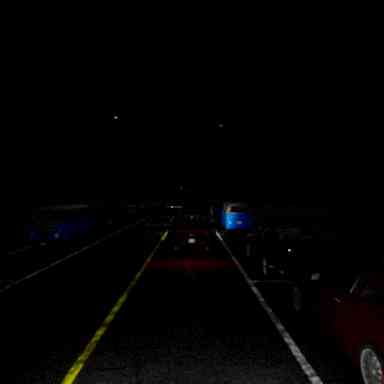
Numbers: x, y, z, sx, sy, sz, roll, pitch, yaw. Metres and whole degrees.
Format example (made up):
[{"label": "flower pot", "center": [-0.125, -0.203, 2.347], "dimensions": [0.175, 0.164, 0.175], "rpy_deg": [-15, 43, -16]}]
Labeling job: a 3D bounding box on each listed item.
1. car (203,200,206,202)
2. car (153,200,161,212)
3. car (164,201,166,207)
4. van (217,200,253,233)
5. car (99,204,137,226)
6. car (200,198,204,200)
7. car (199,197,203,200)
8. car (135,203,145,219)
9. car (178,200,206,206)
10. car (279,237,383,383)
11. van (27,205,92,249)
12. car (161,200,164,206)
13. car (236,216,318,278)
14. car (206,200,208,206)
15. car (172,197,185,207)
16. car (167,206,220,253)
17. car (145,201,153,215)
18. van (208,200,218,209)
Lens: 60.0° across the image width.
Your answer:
[{"label": "car", "center": [2.738, 1.975, 42.676], "dimensions": [1.947, 1.339, 4.313], "rpy_deg": [0, -1, 0]}, {"label": "car", "center": [-5.790, 1.992, 45.904], "dimensions": [2.008, 1.369, 4.403], "rpy_deg": [0, -1, 0]}, {"label": "car", "center": [-5.800, 2.155, 62.237], "dimensions": [2.008, 1.369, 4.403], "rpy_deg": [0, -1, 0]}, {"label": "van", "center": [2.752, 1.540, 21.026], "dimensions": [1.690, 1.788, 3.998], "rpy_deg": [0, -1, 0]}, {"label": "car", "center": [-5.777, 1.807, 25.454], "dimensions": [1.947, 1.339, 4.313], "rpy_deg": [0, -1, 0]}, {"label": "car", "center": [2.729, 2.105, 57.247], "dimensions": [2.008, 1.369, 4.403], "rpy_deg": [0, -1, 0]}, {"label": "car", "center": [2.725, 2.155, 62.239], "dimensions": [2.008, 1.369, 4.403], "rpy_deg": [0, -1, 0]}, {"label": "car", "center": [-5.780, 1.816, 30.574], "dimensions": [1.752, 1.417, 4.829], "rpy_deg": [0, -1, 0]}, {"label": "car", "center": [-0.012, 1.786, 29.301], "dimensions": [1.837, 1.490, 4.892], "rpy_deg": [0, 0, 0]}, {"label": "car", "center": [2.761, 1.628, 4.785], "dimensions": [1.802, 1.307, 4.206], "rpy_deg": [0, -1, 0]}, {"label": "van", "center": [-5.769, 1.482, 14.879], "dimensions": [1.690, 1.788, 3.998], "rpy_deg": [0, -1, 0]}, {"label": "car", "center": [-5.793, 2.040, 51.348], "dimensions": [1.887, 1.381, 4.507], "rpy_deg": [0, -1, 0]}, {"label": "car", "center": [2.758, 1.647, 10.198], "dimensions": [2.008, 1.369, 4.403], "rpy_deg": [0, -1, 0]}, {"label": "car", "center": [2.741, 1.883, 37.433], "dimensions": [1.752, 1.417, 4.829], "rpy_deg": [0, -1, 0]}, {"label": "car", "center": [-3.043, 2.207, 67.746], "dimensions": [2.033, 1.411, 5.357], "rpy_deg": [0, -1, 0]}, {"label": "car", "center": [-0.001, 1.615, 14.471], "dimensions": [1.882, 1.535, 5.008], "rpy_deg": [0, 0, 0]}, {"label": "car", "center": [-5.783, 1.895, 36.033], "dimensions": [2.008, 1.369, 4.403], "rpy_deg": [0, -1, 0]}, {"label": "van", "center": [2.745, 1.644, 31.852], "dimensions": [1.690, 1.788, 3.998], "rpy_deg": [0, -1, 0]}]
